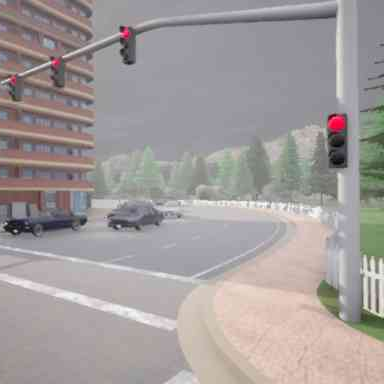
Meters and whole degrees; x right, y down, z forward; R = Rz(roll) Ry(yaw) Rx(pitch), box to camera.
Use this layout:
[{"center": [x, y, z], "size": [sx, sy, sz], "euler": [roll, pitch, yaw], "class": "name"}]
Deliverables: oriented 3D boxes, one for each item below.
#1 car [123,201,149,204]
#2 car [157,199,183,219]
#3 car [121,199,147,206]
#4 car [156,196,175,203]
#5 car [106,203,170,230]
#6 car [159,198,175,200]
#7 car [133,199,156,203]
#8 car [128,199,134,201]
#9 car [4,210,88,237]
[{"center": [-5.638, 1.742, 28.855], "size": [2.033, 1.411, 5.357], "euler": [-1, 0, 8], "class": "car"}, {"center": [-1.920, 1.703, 31.742], "size": [1.812, 1.442, 4.674], "euler": [-1, 0, 3], "class": "car"}, {"center": [-11.345, 2.042, 64.923], "size": [5.357, 1.411, 2.033], "euler": [-1, -1, 42], "class": "car"}, {"center": [-4.854, 1.881, 56.755], "size": [1.837, 1.490, 4.892], "euler": [0, 0, -32], "class": "car"}, {"center": [-3.564, 1.677, 22.301], "size": [2.033, 1.411, 5.357], "euler": [-1, 0, 17], "class": "car"}, {"center": [-2.661, 1.780, 41.934], "size": [1.812, 1.442, 4.674], "euler": [0, 0, -13], "class": "car"}, {"center": [-5.535, 1.809, 38.929], "size": [2.033, 1.411, 5.357], "euler": [-1, 0, -7], "class": "car"}, {"center": [-8.375, 1.919, 48.589], "size": [1.994, 1.385, 4.181], "euler": [0, 0, -24], "class": "car"}, {"center": [-8.452, 1.760, 19.626], "size": [1.895, 1.301, 4.718], "euler": [-1, 0, 23], "class": "car"}]
